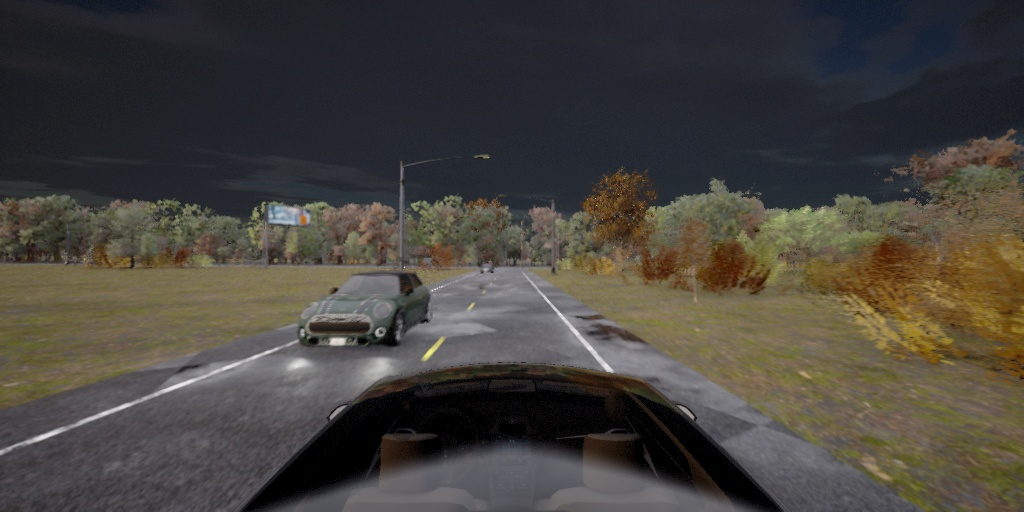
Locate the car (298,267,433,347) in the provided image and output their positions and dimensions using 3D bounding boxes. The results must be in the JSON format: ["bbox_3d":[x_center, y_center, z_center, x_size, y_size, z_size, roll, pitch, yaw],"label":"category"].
[{"bbox_3d":[-3.600,1.198,9.653,2.097,1.767,4.553,0,-1,0],"label":"car"}]

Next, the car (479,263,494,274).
[{"bbox_3d":[-3.576,1.818,51.687,2.128,1.511,4.902,0,-1,0],"label":"car"}]
